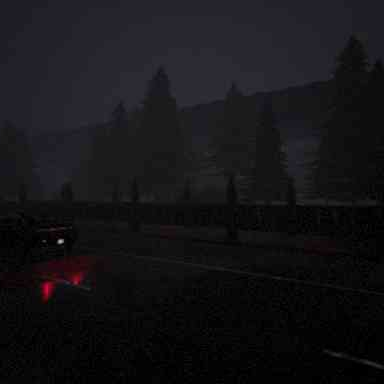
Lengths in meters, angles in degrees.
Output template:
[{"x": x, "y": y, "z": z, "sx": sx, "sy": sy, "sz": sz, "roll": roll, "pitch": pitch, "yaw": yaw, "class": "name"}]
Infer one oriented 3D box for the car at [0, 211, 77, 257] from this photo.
[{"x": -6.521, "y": 1.508, "z": 12.982, "sx": 4.902, "sy": 1.511, "sz": 2.128, "roll": 0, "pitch": 0, "yaw": 36, "class": "car"}]
